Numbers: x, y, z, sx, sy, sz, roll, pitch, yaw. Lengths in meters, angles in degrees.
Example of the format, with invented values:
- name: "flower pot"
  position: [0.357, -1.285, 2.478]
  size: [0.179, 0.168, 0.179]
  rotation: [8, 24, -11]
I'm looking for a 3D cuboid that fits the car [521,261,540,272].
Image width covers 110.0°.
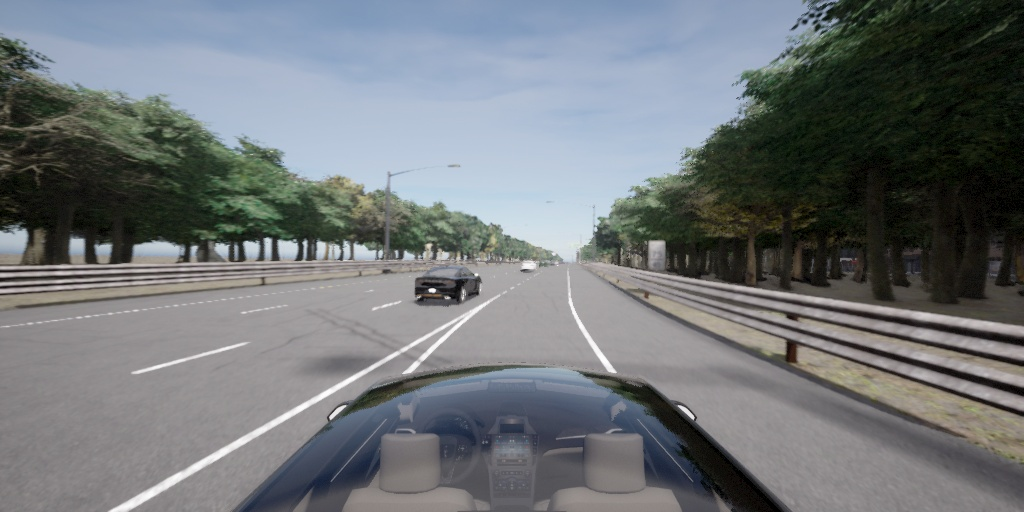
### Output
- name: "car"
  position: [2.336, 1.376, 48.964]
  size: [1.812, 1.442, 4.674]
  rotation: [1, 0, 9]

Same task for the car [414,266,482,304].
- name: "car"
  position: [-2.693, 1.181, 16.198]
  size: [1.882, 1.535, 5.008]
  rotation: [1, 0, 9]
